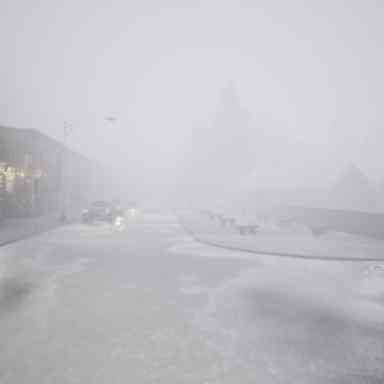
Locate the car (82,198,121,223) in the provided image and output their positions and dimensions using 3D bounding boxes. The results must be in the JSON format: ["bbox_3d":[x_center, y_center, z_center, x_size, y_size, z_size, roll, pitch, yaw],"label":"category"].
[{"bbox_3d":[-7.101,1.409,26.048,2.097,1.767,4.553,1,0,-6],"label":"car"}]

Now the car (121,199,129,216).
[{"bbox_3d":[-7.890,1.448,33.465,2.097,1.767,4.553,1,-1,-6],"label":"car"}]

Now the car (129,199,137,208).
[{"bbox_3d":[-9.894,1.800,53.417,1.895,1.301,4.718,1,0,-6],"label":"car"}]
